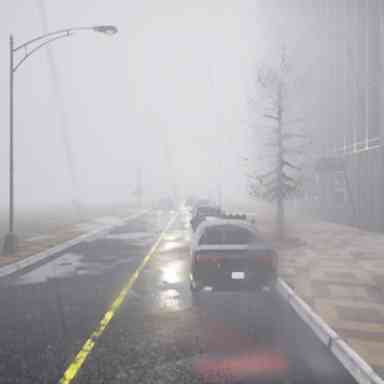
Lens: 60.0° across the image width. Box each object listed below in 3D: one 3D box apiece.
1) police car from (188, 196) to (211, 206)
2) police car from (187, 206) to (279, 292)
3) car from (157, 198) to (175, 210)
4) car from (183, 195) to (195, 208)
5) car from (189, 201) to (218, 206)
[{"bbox_3d":[0.880,1.379,25.031,1.930,1.638,5.238,0,0,0],"label":"police car"},{"bbox_3d":[0.893,1.409,9.031,1.930,1.638,5.238,0,0,0],"label":"police car"},{"bbox_3d":[-3.131,1.450,40.629,1.812,1.442,4.674,0,0,0],"label":"car"},{"bbox_3d":[-0.013,1.440,46.523,1.812,1.442,4.674,0,0,0],"label":"car"},{"bbox_3d":[0.884,1.471,18.921,1.837,1.490,4.892,0,0,0],"label":"car"}]
